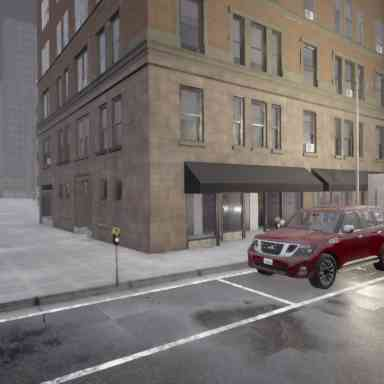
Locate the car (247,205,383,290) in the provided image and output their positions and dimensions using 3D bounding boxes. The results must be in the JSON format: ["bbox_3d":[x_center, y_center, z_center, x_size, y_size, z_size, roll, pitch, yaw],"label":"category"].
[{"bbox_3d":[3.829,1.313,9.286,5.009,1.841,2.192,0,-1,-36],"label":"car"}]
